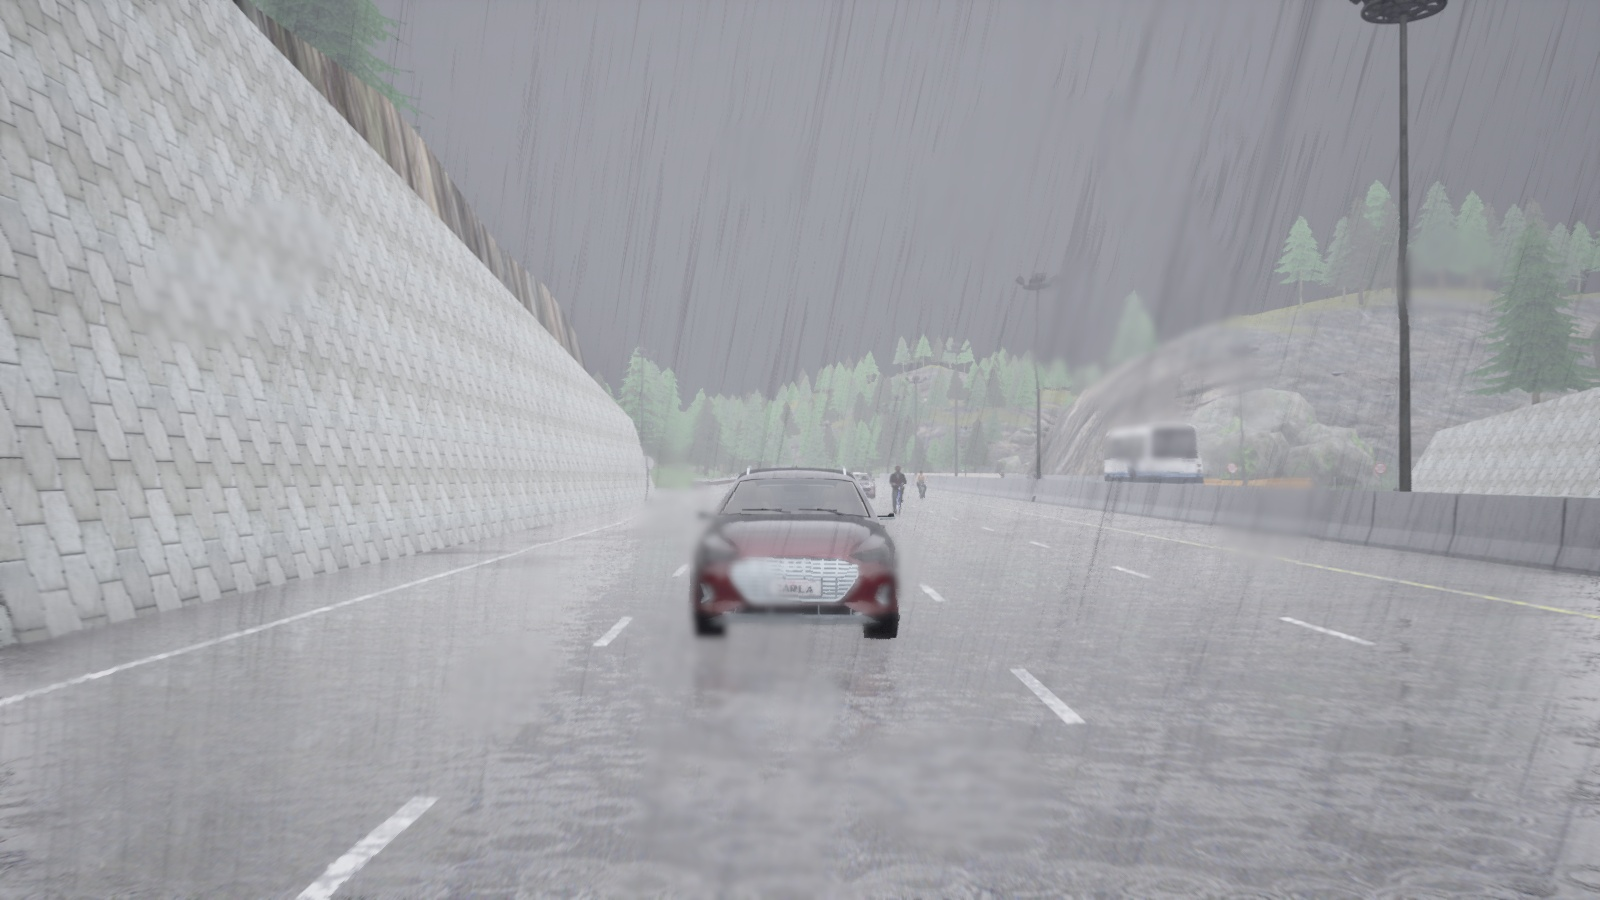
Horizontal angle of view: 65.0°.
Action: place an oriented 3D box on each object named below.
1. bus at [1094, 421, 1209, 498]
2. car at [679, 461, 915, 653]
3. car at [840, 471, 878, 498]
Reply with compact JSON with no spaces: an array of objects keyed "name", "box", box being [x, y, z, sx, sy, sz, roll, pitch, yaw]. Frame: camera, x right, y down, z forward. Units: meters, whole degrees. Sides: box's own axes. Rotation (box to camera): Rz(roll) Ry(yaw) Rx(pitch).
[{"name":"bus","box":[20.812,0.615,75.253,3.944,4.253,10.273,0,-1,0]},{"name":"car","box":[-0.033,0.968,13.315,2.033,1.649,4.856,0,-1,0]},{"name":"car","box":[3.326,1.966,71.628,1.970,1.475,3.806,0,-1,0]}]
